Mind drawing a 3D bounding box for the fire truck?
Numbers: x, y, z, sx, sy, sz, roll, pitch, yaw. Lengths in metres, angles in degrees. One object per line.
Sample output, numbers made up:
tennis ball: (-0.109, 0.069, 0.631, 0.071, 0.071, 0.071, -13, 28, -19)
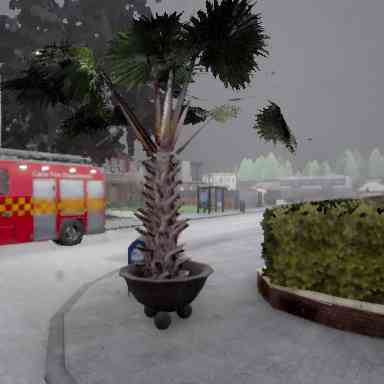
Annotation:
fire truck: (-7.432, 0.340, 12.502, 2.891, 3.827, 8.468, 0, 0, 36)
